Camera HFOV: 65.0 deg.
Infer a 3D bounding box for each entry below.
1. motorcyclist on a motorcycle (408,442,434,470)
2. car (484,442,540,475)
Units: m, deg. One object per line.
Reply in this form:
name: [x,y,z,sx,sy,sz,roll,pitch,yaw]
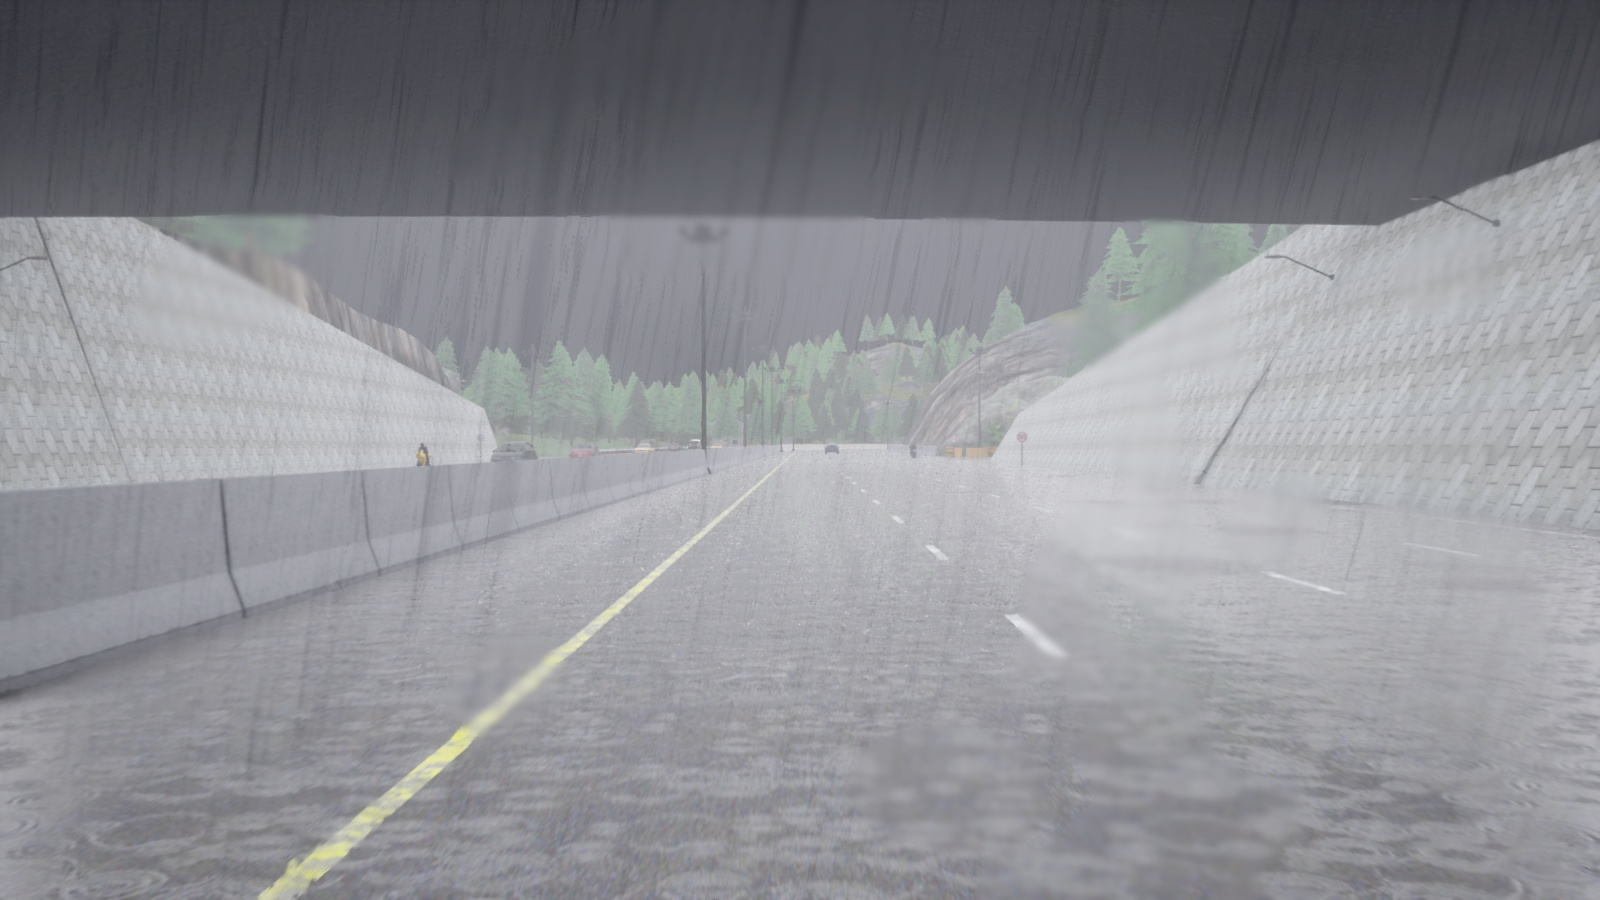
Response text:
motorcyclist on a motorcycle: [-20.648,0.326,68.466,0.797,1.523,2.044,0,0,0]
car: [-13.687,0.377,59.839,1.789,1.549,3.705,0,0,0]
